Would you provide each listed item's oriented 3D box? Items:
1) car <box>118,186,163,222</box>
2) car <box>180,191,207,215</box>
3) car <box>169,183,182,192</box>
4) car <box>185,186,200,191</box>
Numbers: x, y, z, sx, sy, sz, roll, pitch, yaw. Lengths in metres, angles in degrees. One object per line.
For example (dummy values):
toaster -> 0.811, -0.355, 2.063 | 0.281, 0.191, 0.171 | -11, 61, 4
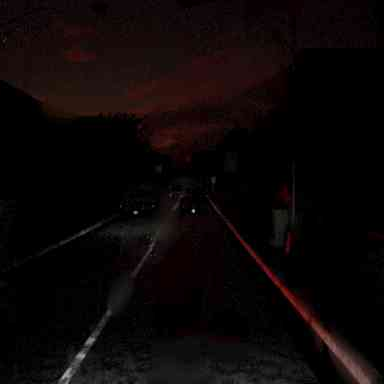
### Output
car -> -3.107, 0.674, 21.080 | 2.150, 2.045, 5.566 | 0, 2, 0
car -> 0.095, 0.900, 24.720 | 1.895, 1.301, 4.718 | 0, 2, 0
car -> -3.064, -0.928, 62.066 | 2.097, 1.767, 4.553 | 0, 2, 0
car -> 0.086, 0.069, 42.099 | 1.837, 1.490, 4.892 | 0, 2, 0
